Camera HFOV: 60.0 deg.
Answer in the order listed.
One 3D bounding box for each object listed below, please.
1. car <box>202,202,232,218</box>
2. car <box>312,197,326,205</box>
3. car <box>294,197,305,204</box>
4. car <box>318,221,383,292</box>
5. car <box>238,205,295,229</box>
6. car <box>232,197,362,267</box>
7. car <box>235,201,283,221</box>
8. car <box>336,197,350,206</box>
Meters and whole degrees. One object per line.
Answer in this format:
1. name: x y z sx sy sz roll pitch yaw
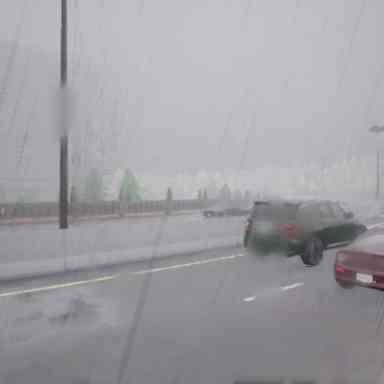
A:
1. car: 3.189 1.648 31.014 2.033 1.411 5.357 0 0 40
2. car: 24.904 1.752 65.407 2.033 1.411 5.357 0 0 16
3. car: 21.873 1.802 67.741 1.895 1.301 4.718 0 0 13
4. car: 5.180 1.553 8.132 4.674 1.442 1.812 0 0 -41
5. car: 5.247 1.639 22.966 1.994 1.385 4.181 0 0 43
6. car: 4.187 1.261 11.872 5.566 2.045 2.150 0 0 -41
7. car: 5.897 1.572 28.891 1.882 1.535 5.008 0 0 40
8. car: 26.517 1.719 58.480 1.812 1.442 4.674 0 0 19
